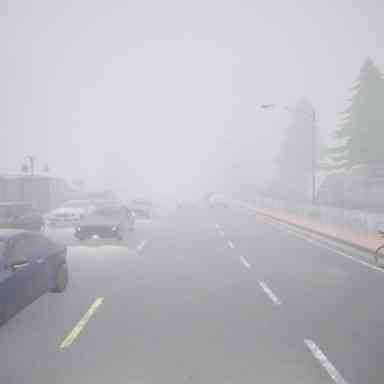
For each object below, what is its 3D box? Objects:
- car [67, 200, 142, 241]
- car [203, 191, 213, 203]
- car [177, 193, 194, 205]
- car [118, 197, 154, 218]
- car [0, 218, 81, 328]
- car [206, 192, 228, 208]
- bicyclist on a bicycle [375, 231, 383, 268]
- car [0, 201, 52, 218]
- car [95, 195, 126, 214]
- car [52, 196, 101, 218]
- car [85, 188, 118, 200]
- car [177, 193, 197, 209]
[{"bbox_3d":[-3.871,1.333,15.736,2.033,1.411,5.357,0,1,-2],"label":"car"},{"bbox_3d":[2.639,0.689,48.134,2.097,1.767,4.553,0,1,0],"label":"car"},{"bbox_3d":[-0.834,0.877,44.760,2.128,1.511,4.902,0,1,-1],"label":"car"},{"bbox_3d":[-4.060,1.192,26.065,2.033,1.411,5.357,0,1,-1],"label":"car"},{"bbox_3d":[-3.656,1.447,5.844,1.812,1.442,4.674,0,1,-1],"label":"car"},{"bbox_3d":[2.871,1.006,37.570,1.812,1.442,4.674,0,1,-1],"label":"car"},{"bbox_3d":[5.723,1.231,9.073,1.656,1.620,0.582,-9,1,-1],"label":"bicyclist on a bicycle"},{"bbox_3d":[-7.305,1.187,12.369,2.097,1.767,4.553,0,1,-1],"label":"car"},{"bbox_3d":[-7.641,1.127,31.480,1.812,1.442,4.674,0,2,-1],"label":"car"},{"bbox_3d":[-7.465,1.239,21.258,1.812,1.442,4.674,0,1,-1],"label":"car"},{"bbox_3d":[-7.487,0.833,26.738,2.150,2.045,5.566,0,5,-1],"label":"car"},{"bbox_3d":[-0.599,1.038,35.507,1.812,1.442,4.674,0,1,-1],"label":"car"}]
